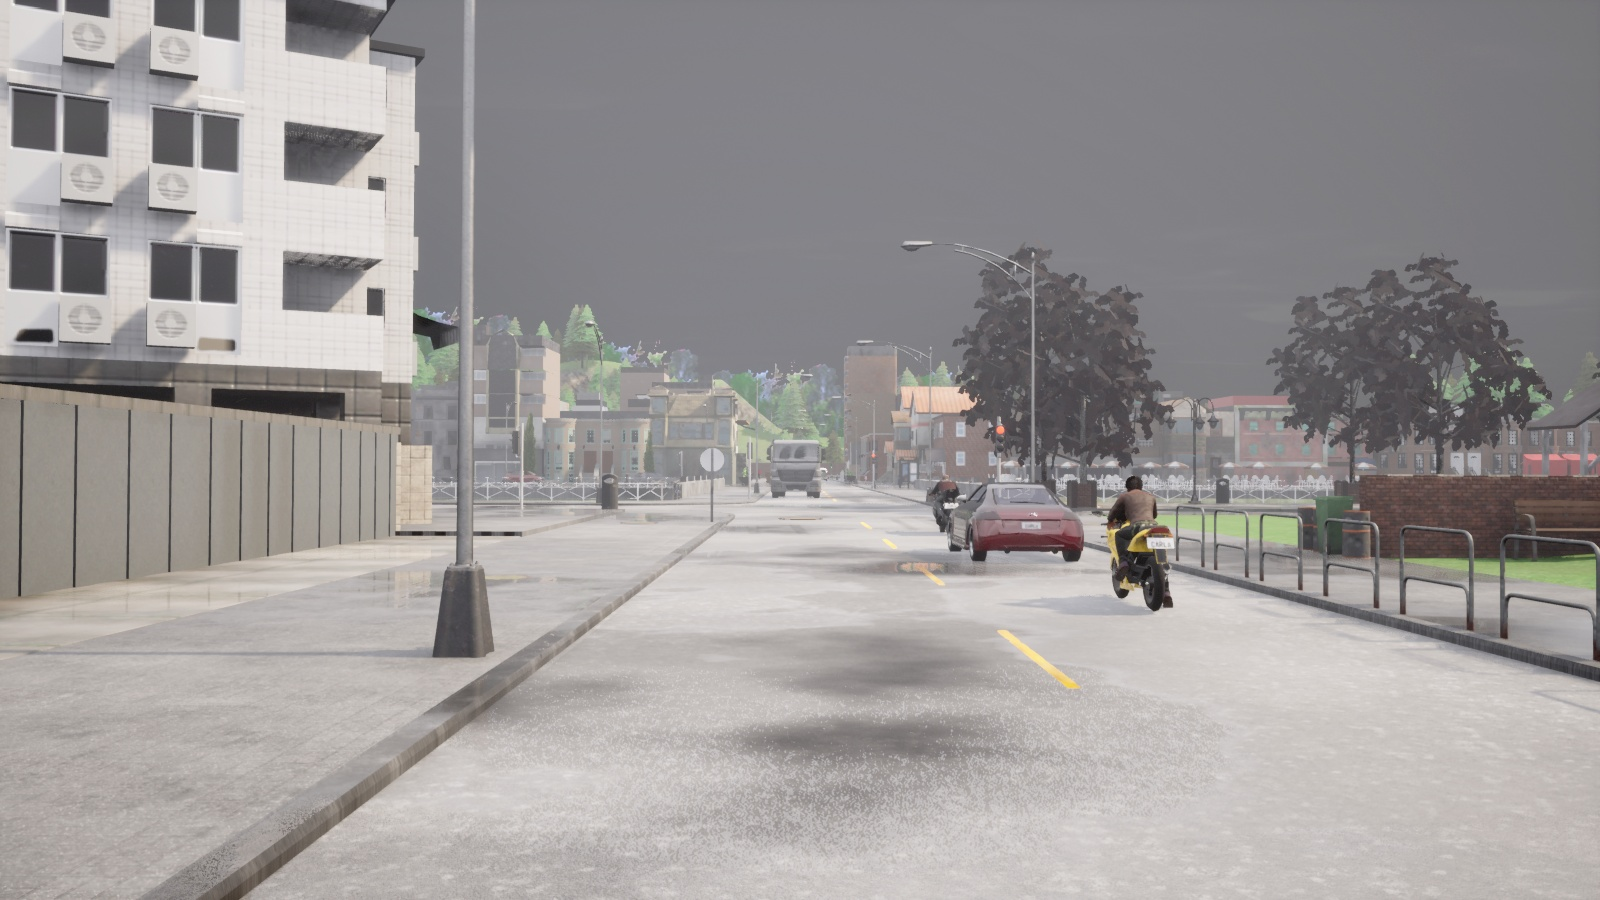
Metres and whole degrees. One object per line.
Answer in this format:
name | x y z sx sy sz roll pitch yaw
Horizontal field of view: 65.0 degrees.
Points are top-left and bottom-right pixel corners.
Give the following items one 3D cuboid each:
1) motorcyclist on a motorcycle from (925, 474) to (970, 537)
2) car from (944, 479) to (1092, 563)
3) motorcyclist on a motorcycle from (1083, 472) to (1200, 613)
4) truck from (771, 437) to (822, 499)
motorcyclist on a motorcycle | 3.677 1.362 31.448 0.866 1.530 2.191 0 -1 0
car | 3.933 1.254 23.348 1.994 1.385 4.181 0 -1 0
motorcyclist on a motorcycle | 3.957 1.028 14.727 0.797 1.523 2.044 0 -1 0
truck | -0.218 1.085 74.708 2.891 3.462 7.936 0 -1 0
